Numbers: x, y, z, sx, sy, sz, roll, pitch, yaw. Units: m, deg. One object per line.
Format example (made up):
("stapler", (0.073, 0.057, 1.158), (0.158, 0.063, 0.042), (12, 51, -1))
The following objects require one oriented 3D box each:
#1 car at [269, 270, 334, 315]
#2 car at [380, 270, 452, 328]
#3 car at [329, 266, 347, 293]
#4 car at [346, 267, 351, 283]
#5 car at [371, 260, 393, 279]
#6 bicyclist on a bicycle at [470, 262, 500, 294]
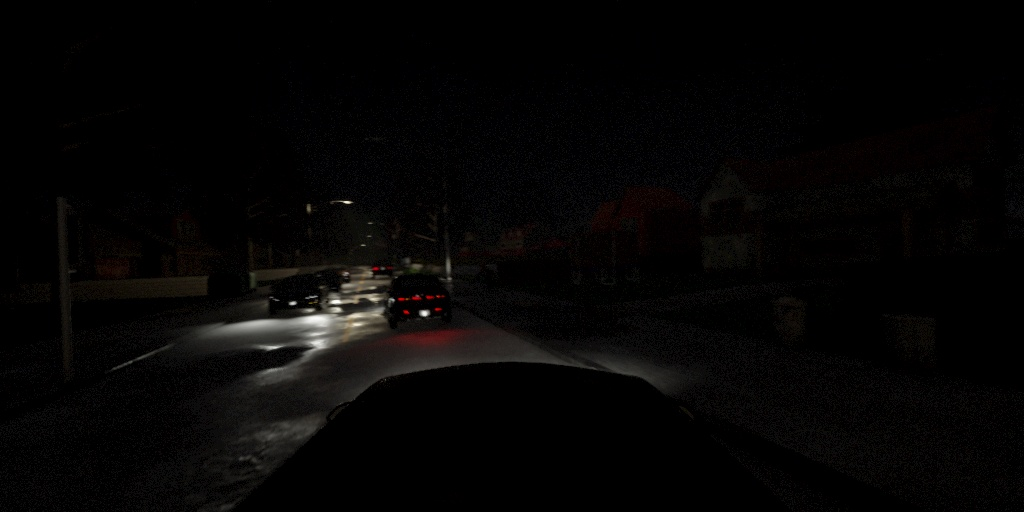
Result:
("car", (-9.368, 1.611, 16.073), (1.837, 1.490, 4.892), (-2, 0, -22))
("car", (-3.342, 1.378, 12.274), (1.837, 1.490, 4.892), (-2, 0, -22))
("car", (-12.888, 1.715, 24.900), (1.882, 1.535, 5.008), (-2, 0, -22))
("car", (-16.697, 1.732, 34.476), (2.097, 1.767, 4.553), (-2, 0, -21))
("car", (-15.202, 1.538, 41.955), (2.150, 2.045, 5.566), (-2, 0, -21))
("bicyclist on a bicycle", (-1.436, 1.143, 18.825), (1.656, 1.620, 0.582), (-3, 0, -22))
